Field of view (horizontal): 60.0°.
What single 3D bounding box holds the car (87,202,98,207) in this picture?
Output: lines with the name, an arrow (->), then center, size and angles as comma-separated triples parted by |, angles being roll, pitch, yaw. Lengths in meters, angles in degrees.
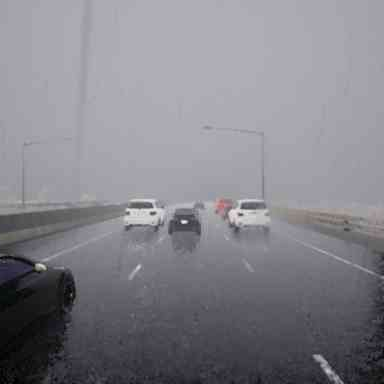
car -> -16.488, 2.379, 57.217 | 1.812, 1.442, 4.674 | 0, -1, 2

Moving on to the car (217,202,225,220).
car -> 3.890, 2.028, 33.016 | 1.994, 1.385, 4.181 | 0, -1, 1

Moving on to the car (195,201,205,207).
car -> 1.805, 2.701, 75.037 | 1.994, 1.385, 4.181 | 0, -1, 3

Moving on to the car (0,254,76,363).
car -> -3.373, 1.634, 5.144 | 1.994, 1.385, 4.181 | 0, -1, 0

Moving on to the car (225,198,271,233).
car -> 3.691, 1.525, 22.131 | 2.150, 2.045, 5.566 | 0, -1, 1

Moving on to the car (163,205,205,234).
car -> -0.330, 1.798, 21.488 | 2.163, 1.488, 4.792 | 0, -1, 3

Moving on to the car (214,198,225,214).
car -> 4.160, 1.861, 43.970 | 2.150, 2.045, 5.566 | 0, -1, 2

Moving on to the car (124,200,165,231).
car -> -3.187, 1.540, 23.183 | 2.150, 2.045, 5.566 | 0, -1, 1

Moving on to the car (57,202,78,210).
car -> -20.110, 2.329, 54.118 | 1.812, 1.442, 4.674 | 0, -1, 2

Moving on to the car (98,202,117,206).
car -> -13.126, 2.398, 53.754 | 1.895, 1.301, 4.718 | 0, -1, 2

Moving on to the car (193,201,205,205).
car -> 1.190, 2.447, 58.962 | 1.994, 1.385, 4.181 | 0, -1, 4
